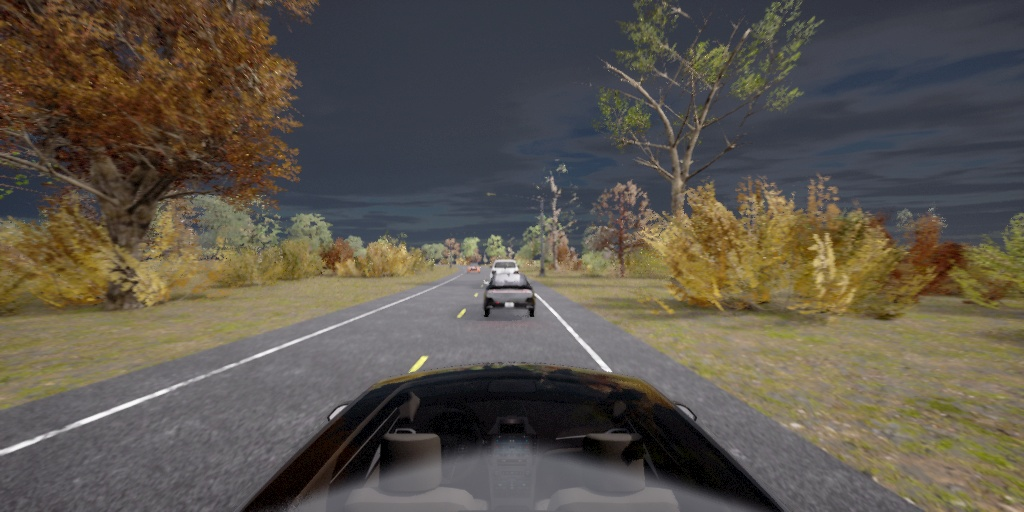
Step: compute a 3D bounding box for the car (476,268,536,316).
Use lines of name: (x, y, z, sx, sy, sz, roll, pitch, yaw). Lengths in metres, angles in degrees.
car: (-0.117, 1.413, 14.141, 2.128, 1.511, 4.902, 0, -1, -1)

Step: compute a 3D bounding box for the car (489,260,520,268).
car: (-0.572, 1.344, 28.027, 2.150, 2.045, 5.566, 0, -1, -2)

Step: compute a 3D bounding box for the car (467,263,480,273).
car: (-6.288, 1.944, 59.152, 2.097, 1.767, 4.553, 0, -1, -5)
